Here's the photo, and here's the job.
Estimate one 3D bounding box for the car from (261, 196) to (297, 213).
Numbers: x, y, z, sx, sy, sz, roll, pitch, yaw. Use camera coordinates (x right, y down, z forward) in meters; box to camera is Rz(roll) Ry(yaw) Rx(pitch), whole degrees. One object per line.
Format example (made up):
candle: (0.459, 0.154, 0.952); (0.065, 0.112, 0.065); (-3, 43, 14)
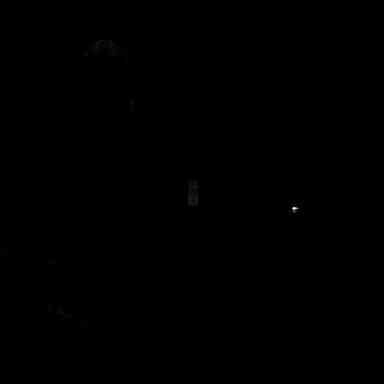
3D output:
car: (9.461, 1.502, 36.746); (2.033, 1.411, 5.357); (0, 0, 36)

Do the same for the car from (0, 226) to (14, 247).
car: (-8.763, 1.527, 11.408); (1.837, 1.490, 4.892); (0, 0, 36)

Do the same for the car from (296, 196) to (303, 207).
car: (15.025, 1.428, 49.196); (1.837, 1.490, 4.892); (0, 0, 36)
